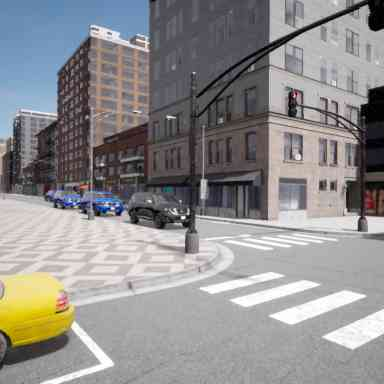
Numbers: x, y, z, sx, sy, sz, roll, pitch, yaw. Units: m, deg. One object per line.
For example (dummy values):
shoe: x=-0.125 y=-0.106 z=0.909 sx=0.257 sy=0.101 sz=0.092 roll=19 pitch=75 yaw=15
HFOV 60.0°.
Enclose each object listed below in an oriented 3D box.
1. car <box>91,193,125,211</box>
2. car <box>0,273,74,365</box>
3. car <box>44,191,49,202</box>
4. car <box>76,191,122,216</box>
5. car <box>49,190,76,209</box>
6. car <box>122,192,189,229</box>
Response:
car: x=-9.323 y=1.061 z=36.575 sx=2.097 sy=1.767 sz=4.553 roll=1 pitch=0 yaw=-35
car: x=-3.979 y=1.525 z=3.914 sx=4.829 sy=1.417 sz=1.752 roll=0 pitch=1 yaw=-36
car: x=-23.449 y=0.698 z=56.586 sx=2.150 sy=2.045 sz=5.566 roll=1 pitch=-1 yaw=-37
car: x=-8.013 y=0.960 z=29.188 sx=2.150 sy=2.045 sz=5.566 roll=1 pitch=0 yaw=-35
car: x=-14.209 y=0.862 z=37.973 sx=2.150 sy=2.045 sz=5.566 roll=1 pitch=0 yaw=-35
car: x=-2.070 y=1.053 z=20.778 sx=2.150 sy=2.045 sz=5.566 roll=1 pitch=0 yaw=-35
